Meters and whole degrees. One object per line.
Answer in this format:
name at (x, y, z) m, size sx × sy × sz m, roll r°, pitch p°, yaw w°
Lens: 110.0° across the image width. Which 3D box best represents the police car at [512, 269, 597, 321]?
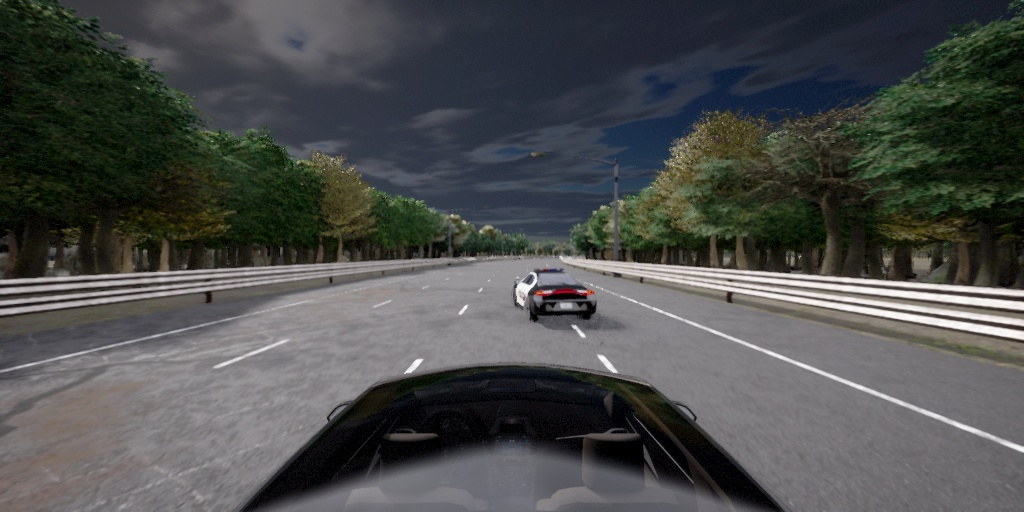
police car at (1.205, 1.227, 12.527) m, size 2.038 × 1.542 × 4.974 m, roll 0°, pitch 0°, yaw -8°
